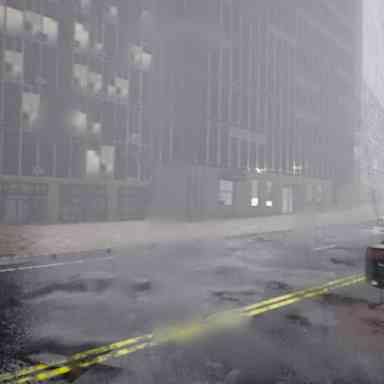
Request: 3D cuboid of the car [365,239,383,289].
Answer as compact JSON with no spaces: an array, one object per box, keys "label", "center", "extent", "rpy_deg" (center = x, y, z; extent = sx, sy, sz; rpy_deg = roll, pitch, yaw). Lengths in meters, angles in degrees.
[{"label":"car","center":[6.175,1.543,8.207],"extent":[5.008,1.535,1.882],"rpy_deg":[0,0,-38]}]
